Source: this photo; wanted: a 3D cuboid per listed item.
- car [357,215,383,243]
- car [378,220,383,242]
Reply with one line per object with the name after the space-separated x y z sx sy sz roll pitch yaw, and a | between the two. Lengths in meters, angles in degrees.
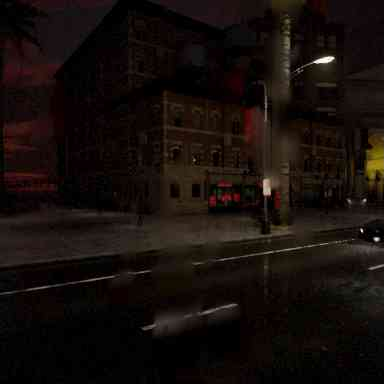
9.750 1.547 15.165 5.357 1.411 2.033 0 0 -35 | car
7.286 1.526 9.152 4.674 1.442 1.812 0 0 -35 | car
